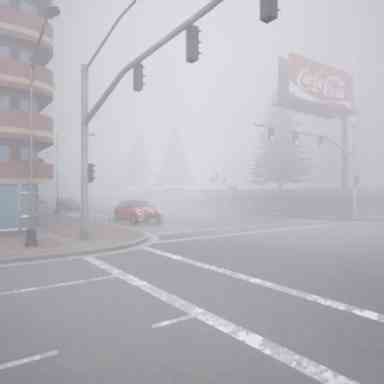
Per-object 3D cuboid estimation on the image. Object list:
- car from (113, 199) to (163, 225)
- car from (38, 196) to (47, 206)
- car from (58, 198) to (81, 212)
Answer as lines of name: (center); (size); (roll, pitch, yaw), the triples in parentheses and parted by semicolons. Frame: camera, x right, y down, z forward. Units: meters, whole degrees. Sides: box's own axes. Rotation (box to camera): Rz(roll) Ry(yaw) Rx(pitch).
car: (-3.960, 1.351, 24.148); (2.097, 1.767, 4.553); (0, 0, -36)
car: (-24.228, 1.394, 52.315); (1.882, 1.535, 5.008); (0, 0, -36)
car: (-14.356, 1.489, 38.518); (2.128, 1.511, 4.902); (0, 0, -36)
